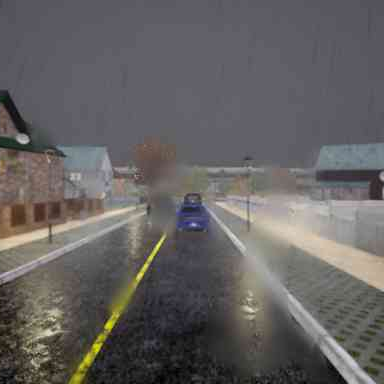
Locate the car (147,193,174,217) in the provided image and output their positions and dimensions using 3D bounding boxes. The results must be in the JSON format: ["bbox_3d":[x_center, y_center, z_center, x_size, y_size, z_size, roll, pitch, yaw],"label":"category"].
[{"bbox_3d":[-2.855,1.154,31.026,2.150,2.045,5.566,0,0,0],"label":"car"}]

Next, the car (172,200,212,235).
[{"bbox_3d":[0.085,1.436,18.654,1.882,1.535,5.008,0,0,0],"label":"car"}]

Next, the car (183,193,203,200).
[{"bbox_3d":[0.075,1.143,39.845,2.150,2.045,5.566,0,0,0],"label":"car"}]
